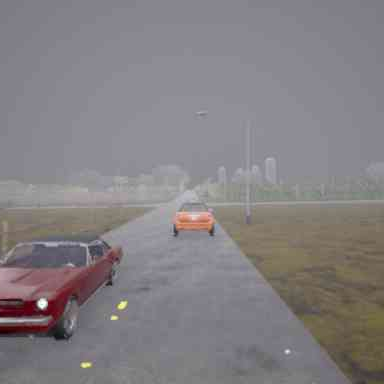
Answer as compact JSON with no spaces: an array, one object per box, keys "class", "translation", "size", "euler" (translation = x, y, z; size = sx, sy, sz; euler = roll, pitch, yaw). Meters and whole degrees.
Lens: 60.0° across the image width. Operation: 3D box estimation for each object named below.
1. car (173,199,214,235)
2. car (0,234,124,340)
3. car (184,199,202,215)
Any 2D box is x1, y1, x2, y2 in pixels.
[{"class":"car","translation":[0.094,1.333,18.737],"size":[2.097,1.767,4.553],"euler":[0,0,0]},{"class":"car","translation":[-2.753,1.596,6.648],"size":[1.895,1.301,4.718],"euler":[0,0,0]},{"class":"car","translation":[0.105,1.483,34.467],"size":[1.812,1.442,4.674],"euler":[0,0,0]}]
